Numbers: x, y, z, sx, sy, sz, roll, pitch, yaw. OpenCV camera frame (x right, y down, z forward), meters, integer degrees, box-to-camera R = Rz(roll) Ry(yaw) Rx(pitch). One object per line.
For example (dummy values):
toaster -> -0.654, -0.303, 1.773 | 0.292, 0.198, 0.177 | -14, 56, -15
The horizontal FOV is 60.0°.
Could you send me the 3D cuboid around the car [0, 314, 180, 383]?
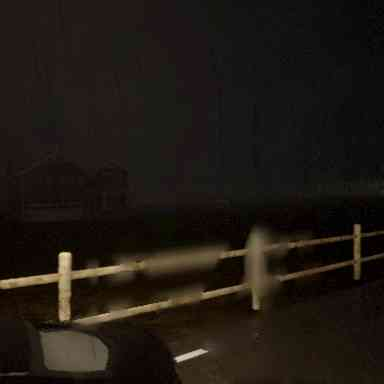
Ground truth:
car -> -2.126, 1.517, 1.536 | 4.674, 1.442, 1.812 | 1, 0, -35
